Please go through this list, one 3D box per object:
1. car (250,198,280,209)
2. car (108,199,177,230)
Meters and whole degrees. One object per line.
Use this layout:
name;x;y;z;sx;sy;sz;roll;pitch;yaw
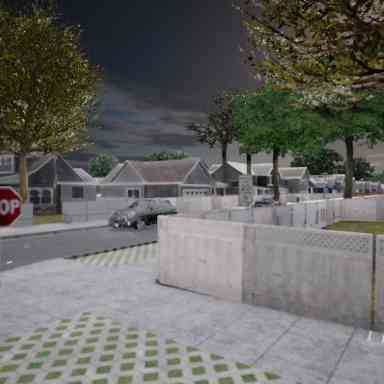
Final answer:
car;7.830;1.381;35.357;1.994;1.385;4.181;0;0;36
car;-2.885;1.259;20.307;2.097;1.767;4.553;0;0;35
